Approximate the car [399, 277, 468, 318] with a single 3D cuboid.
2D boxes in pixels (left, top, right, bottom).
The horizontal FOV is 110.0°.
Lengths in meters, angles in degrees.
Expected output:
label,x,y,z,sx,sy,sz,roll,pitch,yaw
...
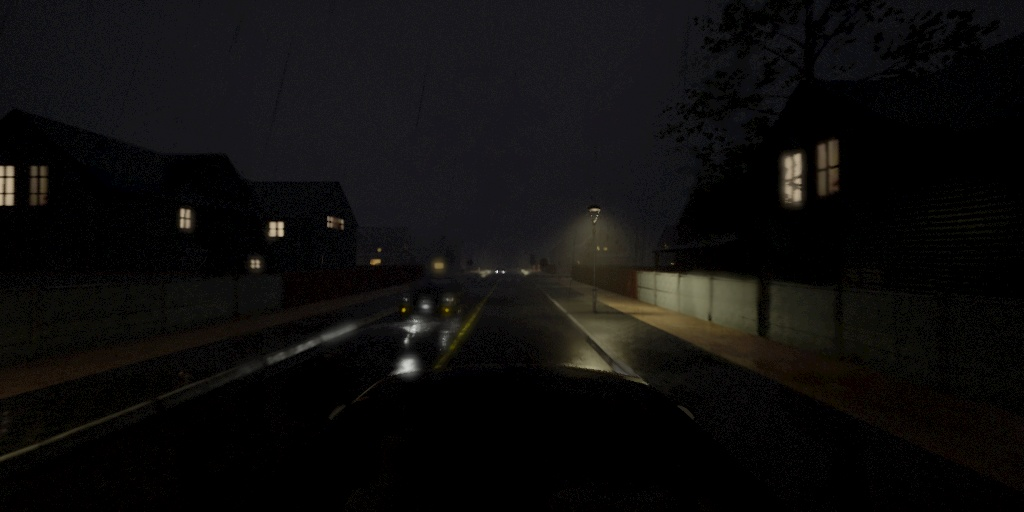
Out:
label,x,y,z,sx,sy,sz,roll,pitch,yaw
car,-2.844,1.507,13.793,1.994,1.385,4.181,0,-1,0
